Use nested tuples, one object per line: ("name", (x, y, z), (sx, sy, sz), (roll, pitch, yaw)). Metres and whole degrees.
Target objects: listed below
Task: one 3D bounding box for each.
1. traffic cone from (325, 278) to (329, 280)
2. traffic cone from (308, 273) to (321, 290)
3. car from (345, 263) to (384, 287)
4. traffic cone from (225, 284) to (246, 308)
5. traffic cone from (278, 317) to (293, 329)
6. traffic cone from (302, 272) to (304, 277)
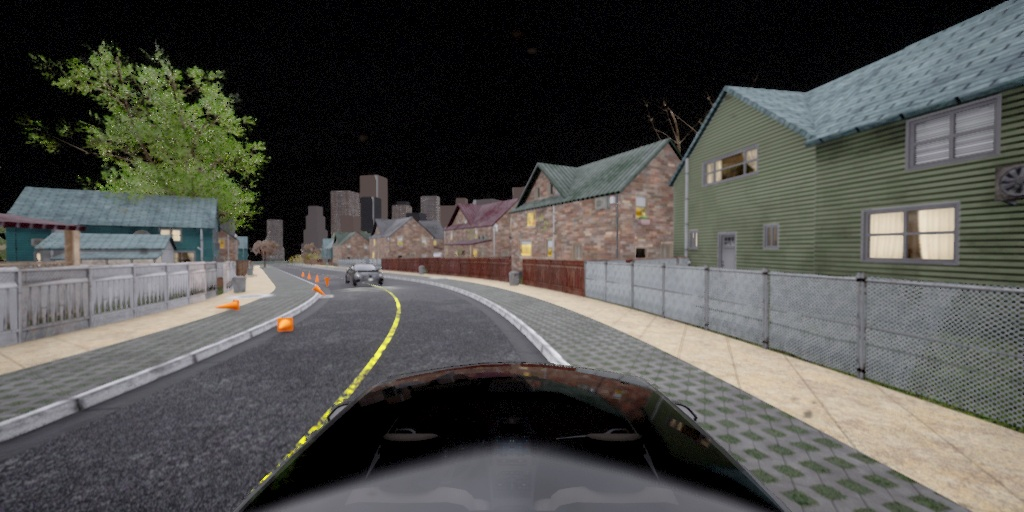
("traffic cone", (-11.710, 1.087, 22.710), (0.340, 0.580, 0.340), (0, 0, -24))
("traffic cone", (-8.875, 1.114, 16.119), (0.340, 0.580, 0.340), (0, 0, -30))
("car", (-10.077, 1.220, 24.314), (1.812, 1.442, 4.674), (-1, 0, -33))
("traffic cone", (-9.119, 1.333, 11.855), (0.340, 0.580, 0.340), (0, 0, -19))
("traffic cone", (-5.862, 1.480, 9.276), (0.340, 0.580, 0.340), (0, 0, -20))
("traffic cone", (-20.938, 1.804, 35.939), (0.340, 0.580, 0.340), (0, 0, -36))
